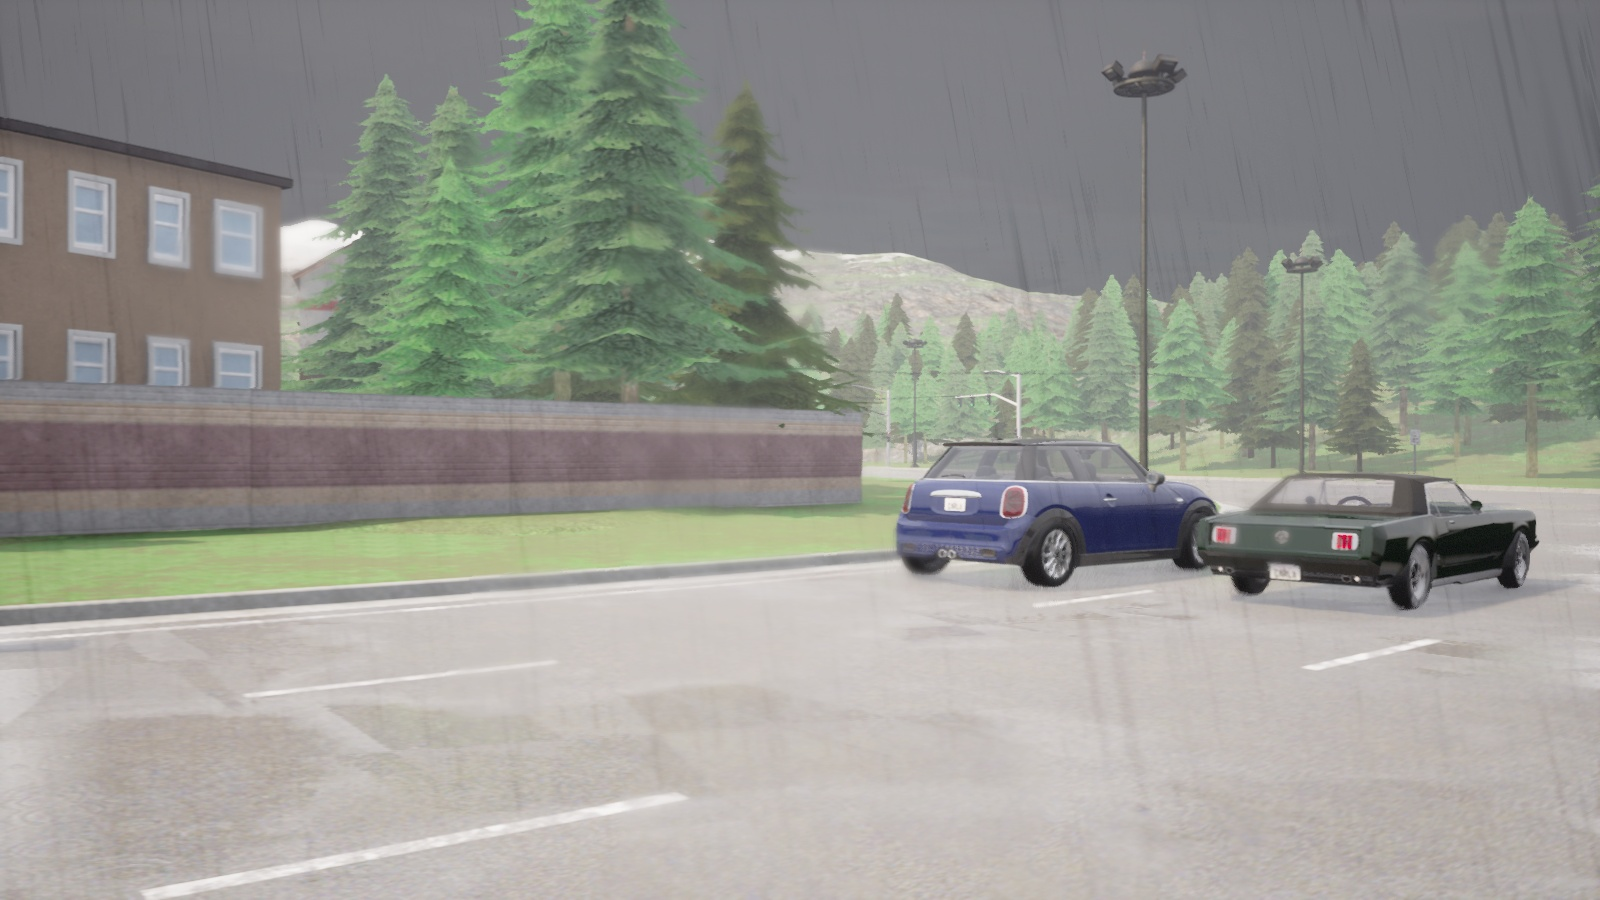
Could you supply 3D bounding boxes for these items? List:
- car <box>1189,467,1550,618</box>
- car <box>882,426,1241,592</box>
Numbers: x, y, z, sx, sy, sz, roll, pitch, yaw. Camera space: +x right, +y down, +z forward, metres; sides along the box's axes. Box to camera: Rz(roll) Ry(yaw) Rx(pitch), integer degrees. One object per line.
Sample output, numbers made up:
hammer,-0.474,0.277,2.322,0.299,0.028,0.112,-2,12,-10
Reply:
car,6.304,0.866,13.607,4.718,1.301,1.895,0,0,-43
car,3.372,0.635,15.677,4.553,1.767,2.097,0,0,-42
